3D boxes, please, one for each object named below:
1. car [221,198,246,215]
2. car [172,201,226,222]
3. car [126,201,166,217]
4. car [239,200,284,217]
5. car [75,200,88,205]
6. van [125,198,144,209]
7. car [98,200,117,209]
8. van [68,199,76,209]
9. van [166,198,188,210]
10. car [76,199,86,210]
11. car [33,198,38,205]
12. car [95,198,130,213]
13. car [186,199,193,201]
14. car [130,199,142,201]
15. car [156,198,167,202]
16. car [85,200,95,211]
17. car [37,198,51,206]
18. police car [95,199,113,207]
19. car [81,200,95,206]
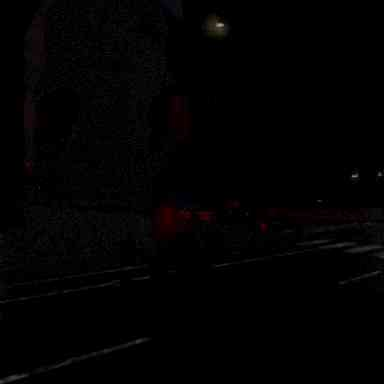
[{"bbox_3d":[4.425,1.646,38.442,2.192,1.841,5.009,-1,0,-35],"label":"car"},{"bbox_3d":[0.511,1.828,29.223,1.752,1.417,4.829,-1,0,-35],"label":"car"},{"bbox_3d":[-5.245,1.989,37.329,2.008,1.369,4.403,-1,0,-35],"label":"car"},{"bbox_3d":[7.372,1.806,34.291,1.887,1.381,4.507,-1,0,-35],"label":"car"},{"bbox_3d":[-27.947,2.638,84.019,1.947,1.339,4.313,-1,0,-35],"label":"car"},{"bbox_3d":[-10.278,2.015,59.197,1.690,1.788,3.998,-1,0,-35],"label":"van"},{"bbox_3d":[-15.786,2.288,62.141,1.812,1.442,4.674,0,-1,-35],"label":"car"},{"bbox_3d":[-19.394,2.108,57.246,1.690,1.788,3.998,-1,0,-35],"label":"van"},{"bbox_3d":[-1.456,1.810,46.744,1.690,1.788,3.998,-1,0,-35],"label":"van"},{"bbox_3d":[-16.563,2.141,53.262,1.967,1.590,4.097,-1,0,-35],"label":"car"},{"bbox_3d":[-37.605,2.756,82.896,1.802,1.307,4.206,-1,0,-35],"label":"car"},{"bbox_3d":[-10.908,1.885,45.296,2.192,1.841,5.009,-1,0,-35],"label":"car"},{"bbox_3d":[1.491,1.982,42.593,1.802,1.307,4.206,-1,0,-35],"label":"car"},{"bbox_3d":[-8.279,2.051,46.243,1.837,1.490,4.892,0,-1,-35],"label":"car"},{"bbox_3d":[-4.397,1.853,50.895,2.192,1.841,5.009,-1,0,-35],"label":"car"},{"bbox_3d":[-13.732,2.181,49.279,1.887,1.381,4.507,-1,0,-35],"label":"car"},{"bbox_3d":[-34.493,2.651,78.512,1.887,1.381,4.507,-1,0,-35],"label":"car"},{"bbox_3d":[-18.661,2.285,70.275,1.930,1.638,5.238,0,-1,-35],"label":"police car"},{"bbox_3d":[-24.934,2.573,79.777,1.947,1.339,4.313,-1,0,-35],"label":"car"}]
